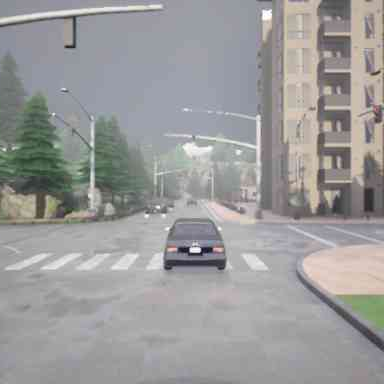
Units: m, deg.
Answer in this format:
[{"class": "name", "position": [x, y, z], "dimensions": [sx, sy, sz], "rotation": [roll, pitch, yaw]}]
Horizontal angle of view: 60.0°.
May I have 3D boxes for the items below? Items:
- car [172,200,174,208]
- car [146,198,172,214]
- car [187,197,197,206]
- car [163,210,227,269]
[{"class": "car", "position": [-3.634, 1.637, 48.449], "dimensions": [1.994, 1.385, 4.181], "rotation": [0, 0, 1]}, {"class": "car", "position": [-3.744, 1.414, 36.360], "dimensions": [2.097, 1.767, 4.553], "rotation": [0, 0, 1]}, {"class": "car", "position": [0.015, 1.629, 58.345], "dimensions": [2.033, 1.411, 5.357], "rotation": [0, 0, 0]}, {"class": "car", "position": [0.056, 1.562, 11.121], "dimensions": [2.033, 1.411, 5.357], "rotation": [0, 0, -1]}]
